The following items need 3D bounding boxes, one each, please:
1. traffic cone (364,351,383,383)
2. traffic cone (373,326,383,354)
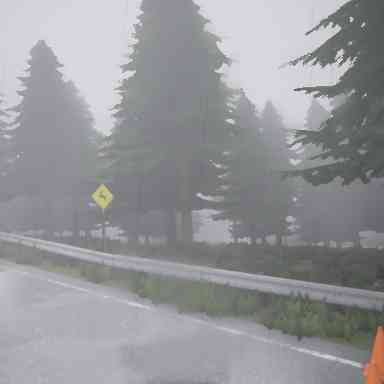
[{"bbox_3d":[1.786,1.956,3.269,0.340,0.580,0.340,0,0,33],"label":"traffic cone"},{"bbox_3d":[2.330,1.956,4.106,0.340,0.580,0.340,0,0,34],"label":"traffic cone"}]
